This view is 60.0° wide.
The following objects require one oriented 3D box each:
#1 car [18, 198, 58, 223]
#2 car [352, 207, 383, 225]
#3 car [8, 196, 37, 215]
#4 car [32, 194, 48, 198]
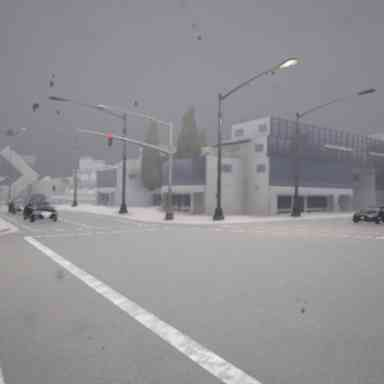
[{"bbox_3d":[-11.850,1.499,25.962,2.128,1.511,4.902,1,-1,-35],"label":"car"},{"bbox_3d":[15.241,1.926,27.764,4.181,1.385,1.994,1,0,-36],"label":"car"},{"bbox_3d":[-17.746,1.487,34.440,2.128,1.511,4.902,1,-1,-35],"label":"car"},{"bbox_3d":[-23.874,1.278,51.920,2.150,2.045,5.566,1,-1,-21],"label":"car"}]
